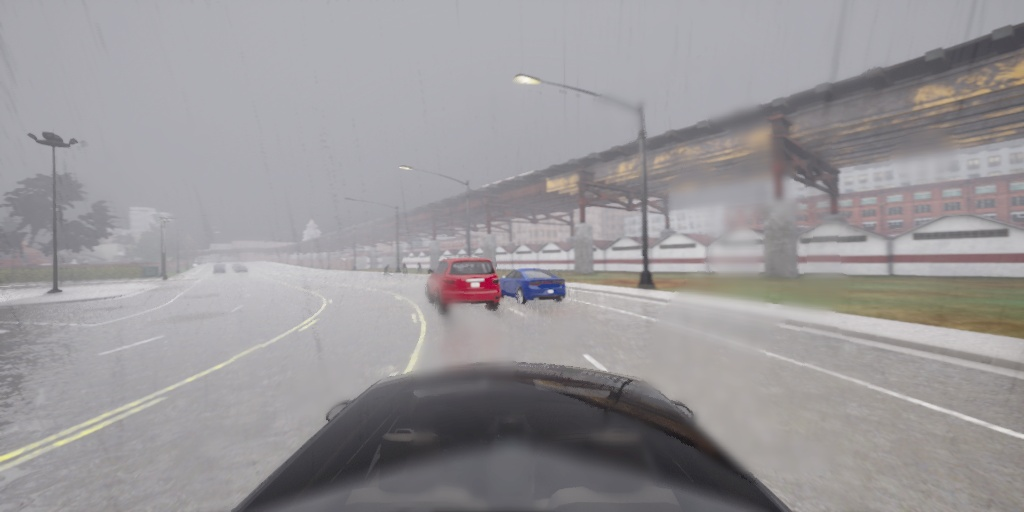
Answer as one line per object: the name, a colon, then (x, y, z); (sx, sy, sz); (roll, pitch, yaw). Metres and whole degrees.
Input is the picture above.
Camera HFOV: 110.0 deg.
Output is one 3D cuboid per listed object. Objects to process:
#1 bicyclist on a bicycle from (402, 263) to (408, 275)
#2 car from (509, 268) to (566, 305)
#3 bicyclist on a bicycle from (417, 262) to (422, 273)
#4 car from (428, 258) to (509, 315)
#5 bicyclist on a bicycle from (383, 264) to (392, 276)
bicyclist on a bicycle: (-14.200, 1.680, 47.341); (0.582, 1.620, 1.656); (-1, -1, -30)
car: (0.720, 1.317, 16.885); (1.882, 1.535, 5.008); (0, -1, -20)
bicyclist on a bicycle: (-13.882, 1.717, 53.656); (0.582, 1.620, 1.656); (-1, -1, -39)
car: (-2.125, 1.111, 14.833); (2.150, 2.045, 5.566); (0, 0, -19)
bicyclist on a bicycle: (-17.155, 1.912, 49.395); (1.656, 1.620, 0.582); (-1, 0, 25)
